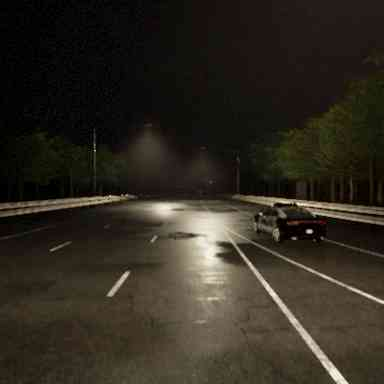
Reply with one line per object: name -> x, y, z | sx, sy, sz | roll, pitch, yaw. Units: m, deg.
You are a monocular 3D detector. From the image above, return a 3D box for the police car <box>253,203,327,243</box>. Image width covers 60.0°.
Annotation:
police car -> 4.325, 1.343, 15.680 | 1.930, 1.638, 5.238 | 0, 0, -7
